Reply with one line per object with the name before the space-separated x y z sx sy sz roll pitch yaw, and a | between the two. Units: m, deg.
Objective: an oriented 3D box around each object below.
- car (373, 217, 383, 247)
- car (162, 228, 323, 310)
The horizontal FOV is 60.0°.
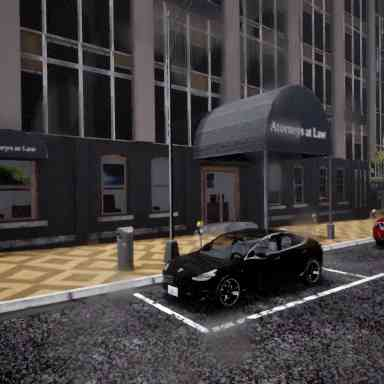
car | 9.633 1.310 14.045 5.009 1.841 2.192 0 -1 -37
car | 1.360 1.564 7.838 4.313 1.339 1.947 0 -1 -37
